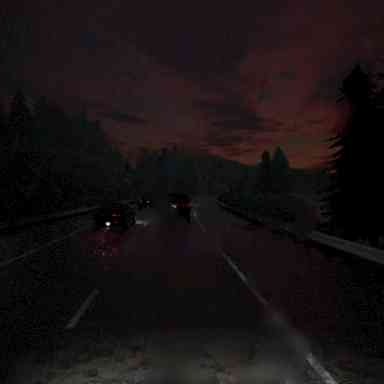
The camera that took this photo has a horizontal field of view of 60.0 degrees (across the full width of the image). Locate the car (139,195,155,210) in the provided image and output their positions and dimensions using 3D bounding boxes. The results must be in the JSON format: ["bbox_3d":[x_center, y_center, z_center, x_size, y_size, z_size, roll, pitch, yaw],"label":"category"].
[{"bbox_3d":[-4.799,1.099,38.725,2.097,1.767,4.553,-1,0,1],"label":"car"}]

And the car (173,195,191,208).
[{"bbox_3d":[-1.214,1.210,42.681,2.033,1.411,5.357,-1,0,2],"label":"car"}]

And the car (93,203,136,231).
[{"bbox_3d":[-4.555,1.403,19.961,1.837,1.490,4.892,-1,0,-3],"label":"car"}]

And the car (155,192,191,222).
[{"bbox_3d":[-1.245,1.035,24.614,2.150,2.045,5.566,-1,1,-2],"label":"car"}]
